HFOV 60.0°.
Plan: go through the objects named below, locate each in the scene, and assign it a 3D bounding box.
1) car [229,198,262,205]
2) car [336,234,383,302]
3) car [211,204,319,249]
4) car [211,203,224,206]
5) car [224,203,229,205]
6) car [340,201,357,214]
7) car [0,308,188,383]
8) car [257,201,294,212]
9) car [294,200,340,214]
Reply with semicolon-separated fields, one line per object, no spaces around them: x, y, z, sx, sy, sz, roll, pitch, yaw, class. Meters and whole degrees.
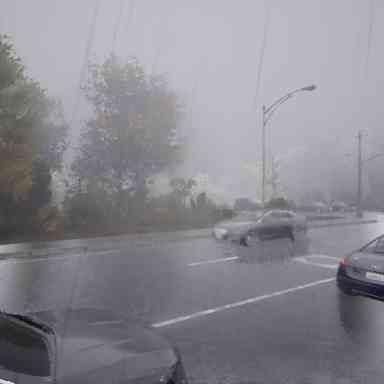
8.159;1.839;46.126;2.150;2.045;5.566;0;-3;-32;car
5.129;1.574;7.412;4.181;1.385;1.994;0;0;-34;car
3.088;1.508;14.742;4.902;1.511;2.128;0;0;-35;car
2.615;2.499;54.942;2.097;1.767;4.553;0;-3;-32;car
6.007;2.610;56.123;2.128;1.511;4.902;0;-3;-32;car
16.739;1.741;39.058;2.128;1.511;4.902;0;-2;-34;car
-2.278;1.506;2.120;4.892;1.490;1.837;0;0;-36;car
11.740;2.067;47.011;2.128;1.511;4.902;0;-3;-32;car
13.559;1.741;37.556;2.128;1.511;4.902;0;-2;-32;car
